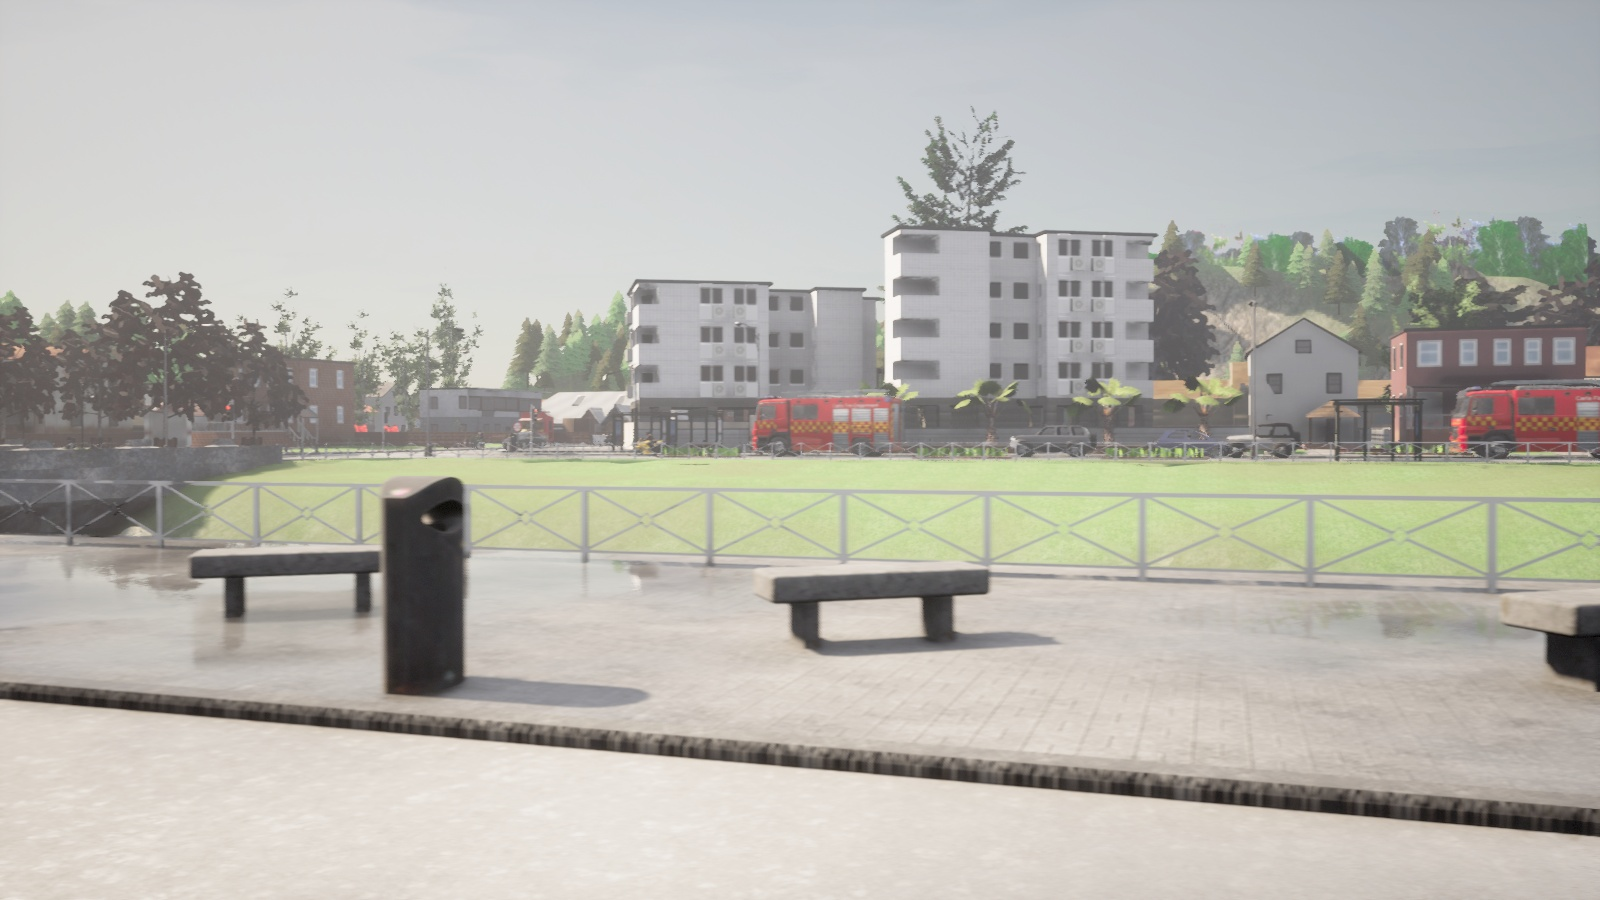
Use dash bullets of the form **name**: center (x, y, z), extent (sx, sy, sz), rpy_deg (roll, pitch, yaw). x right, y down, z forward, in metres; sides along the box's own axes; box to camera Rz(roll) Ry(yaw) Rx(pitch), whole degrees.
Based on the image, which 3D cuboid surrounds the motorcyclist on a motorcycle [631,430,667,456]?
- **motorcyclist on a motorcycle**: center (-9.148, -0.444, 76.007), extent (2.044, 1.523, 0.797), rpy_deg (1, 1, 19)

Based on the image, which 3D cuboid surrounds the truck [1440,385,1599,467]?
- **truck**: center (36.024, -1.175, 60.949), extent (8.468, 3.827, 2.891), rpy_deg (0, 1, 18)

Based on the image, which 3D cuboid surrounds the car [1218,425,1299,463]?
- **car**: center (23.724, -0.326, 65.052), extent (3.866, 1.878, 1.905), rpy_deg (1, 1, 19)

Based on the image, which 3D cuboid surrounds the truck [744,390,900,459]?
- **truck**: center (1.263, -1.494, 72.476), extent (8.468, 3.827, 2.891), rpy_deg (1, 1, 20)

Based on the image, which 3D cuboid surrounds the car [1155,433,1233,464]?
- **car**: center (19.528, -0.081, 62.246), extent (3.633, 1.501, 1.845), rpy_deg (1, 1, 18)

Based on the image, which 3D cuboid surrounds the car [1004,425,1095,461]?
- **car**: center (13.586, -0.399, 68.421), extent (4.605, 1.855, 1.932), rpy_deg (1, 1, 19)
